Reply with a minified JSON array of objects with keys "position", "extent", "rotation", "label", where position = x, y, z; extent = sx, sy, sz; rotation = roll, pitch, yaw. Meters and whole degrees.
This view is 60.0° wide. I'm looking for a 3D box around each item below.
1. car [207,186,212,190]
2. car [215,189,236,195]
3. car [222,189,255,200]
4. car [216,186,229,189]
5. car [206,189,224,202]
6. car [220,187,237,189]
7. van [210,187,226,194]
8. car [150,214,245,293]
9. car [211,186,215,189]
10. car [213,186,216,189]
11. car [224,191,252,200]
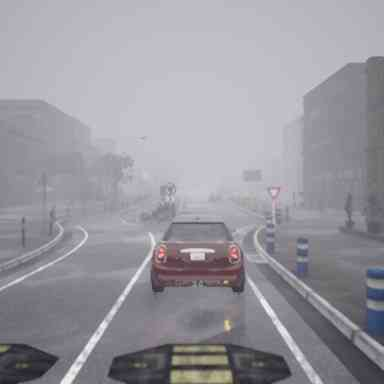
[{"position":[7.662,-0.489,89.584],"extent":[5.566,2.045,2.435],"rotation":[0,1,-1],"label":"car"},{"position":[7.805,0.034,78.566],"extent":[4.792,1.488,2.163],"rotation":[0,1,-1],"label":"car"},{"position":[7.938,0.659,56.526],"extent":[5.366,1.575,1.946],"rotation":[0,2,-1],"label":"car"},{"position":[8.044,0.137,64.784],"extent":[5.566,2.045,2.435],"rotation":[0,2,-1],"label":"car"},{"position":[3.621,0.793,53.523],"extent":[1.837,1.490,4.892],"rotation":[0,2,-1],"label":"car"},{"position":[8.020,0.350,62.034],"extent":[4.553,1.767,2.185],"rotation":[0,2,-1],"label":"car"},{"position":[7.502,-0.562,95.093],"extent":[4.442,1.987,1.878],"rotation":[0,1,-1],"label":"van"},{"position":[0.157,1.399,9.184],"extent":[2.097,1.767,4.553],"rotation":[0,0,1],"label":"car"},{"position":[7.805,-0.061,81.321],"extent":[5.008,1.535,2.097],"rotation":[0,1,-1],"label":"car"},{"position":[7.878,0.075,75.811],"extent":[4.892,1.521,2.231],"rotation":[0,1,-1],"label":"car"},{"position":[8.091,0.607,59.286],"extent":[4.674,1.452,2.002],"rotation":[0,2,-1],"label":"car"}]
